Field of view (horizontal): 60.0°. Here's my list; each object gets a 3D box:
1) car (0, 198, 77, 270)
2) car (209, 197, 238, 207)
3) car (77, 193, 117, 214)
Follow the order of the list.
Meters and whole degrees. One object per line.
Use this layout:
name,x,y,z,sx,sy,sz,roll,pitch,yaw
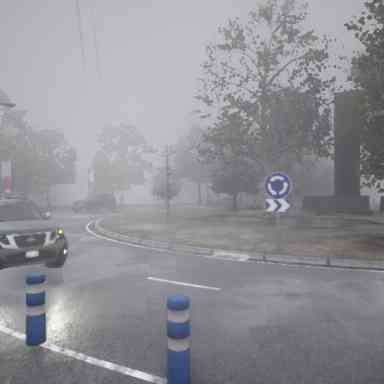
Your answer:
car,-5.971,1.224,10.477,2.150,2.045,5.566,-1,0,-44
car,4.497,1.436,47.921,4.181,1.385,1.994,0,0,-15
car,-10.379,1.156,35.423,2.150,2.045,5.566,-1,0,25
